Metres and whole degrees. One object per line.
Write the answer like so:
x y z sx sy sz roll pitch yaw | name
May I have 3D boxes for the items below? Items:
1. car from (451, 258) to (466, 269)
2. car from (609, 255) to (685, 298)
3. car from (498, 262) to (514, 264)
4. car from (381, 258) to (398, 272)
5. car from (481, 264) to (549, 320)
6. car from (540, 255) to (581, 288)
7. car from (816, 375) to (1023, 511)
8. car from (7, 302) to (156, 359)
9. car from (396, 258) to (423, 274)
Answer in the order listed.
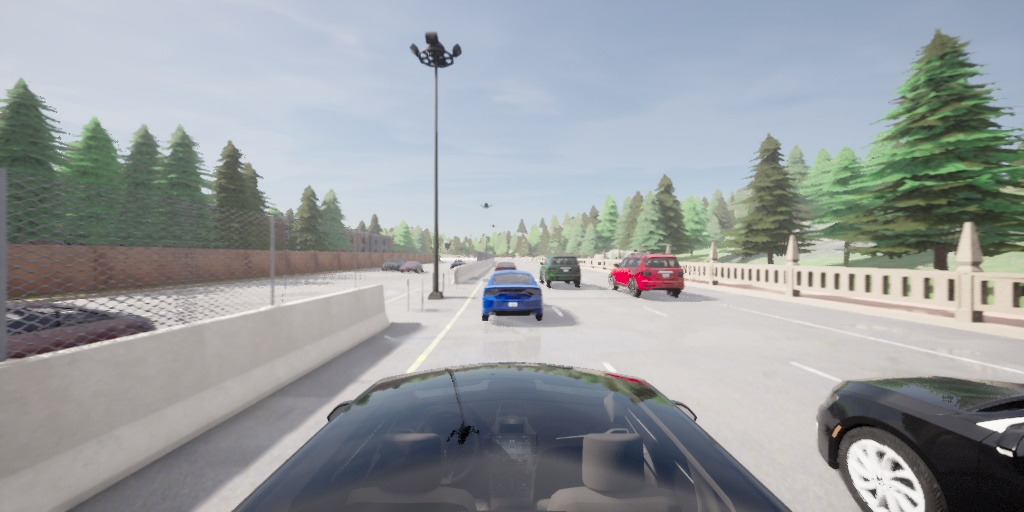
-8.246 1.355 55.284 1.895 1.301 4.718 0 0 -1 | car
6.814 0.972 18.732 2.150 2.045 5.566 0 0 -2 | car
-0.515 1.230 31.023 1.882 1.535 5.008 0 0 -1 | car
-15.049 1.106 45.888 2.097 1.767 4.553 0 0 -1 | car
-0.019 1.228 12.678 1.882 1.535 5.008 0 0 -1 | car
3.158 0.973 24.178 2.150 2.045 5.566 0 0 -2 | car
3.597 1.255 1.137 1.837 1.490 4.892 0 0 0 | car
-7.116 1.315 4.509 1.994 1.385 4.181 0 0 0 | car
-11.445 1.279 41.135 1.812 1.442 4.674 0 0 -1 | car
